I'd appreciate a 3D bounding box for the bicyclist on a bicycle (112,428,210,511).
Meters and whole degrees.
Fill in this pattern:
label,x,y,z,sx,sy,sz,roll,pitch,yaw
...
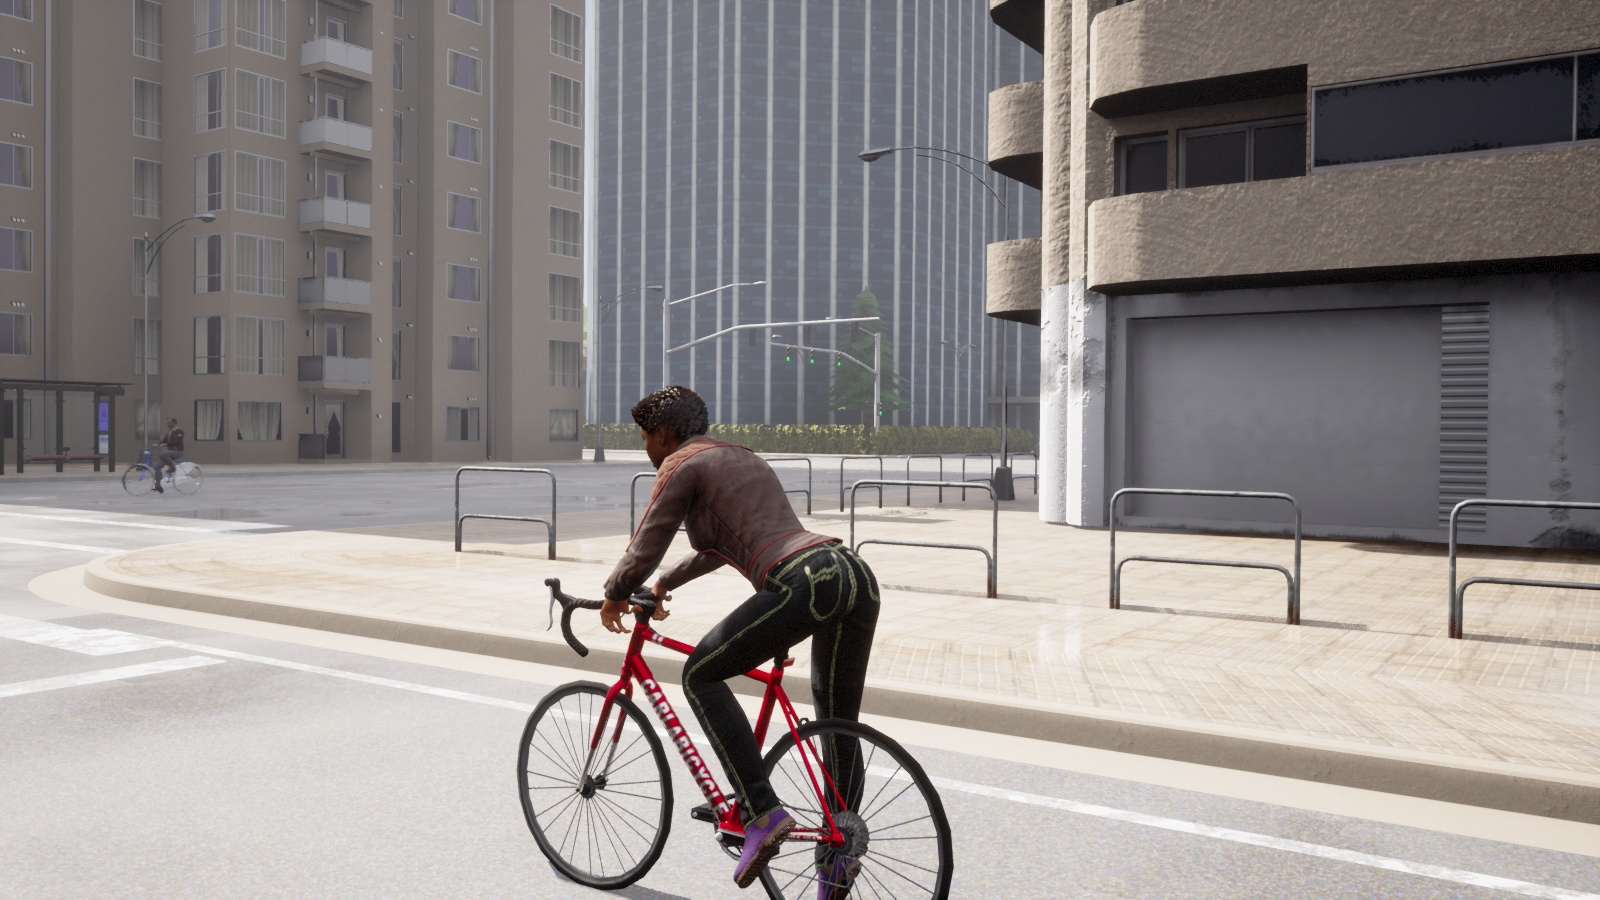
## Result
label,x,y,z,sx,sy,sz,roll,pitch,yaw
bicyclist on a bicycle,-14.130,0.406,27.821,0.659,1.776,1.843,0,1,33

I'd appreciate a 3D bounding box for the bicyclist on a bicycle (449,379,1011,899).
label,x,y,z,sx,sy,sz,roll,pitch,yaw
bicyclist on a bicycle,-0.256,0.635,3.795,1.656,1.620,0.582,0,1,34
